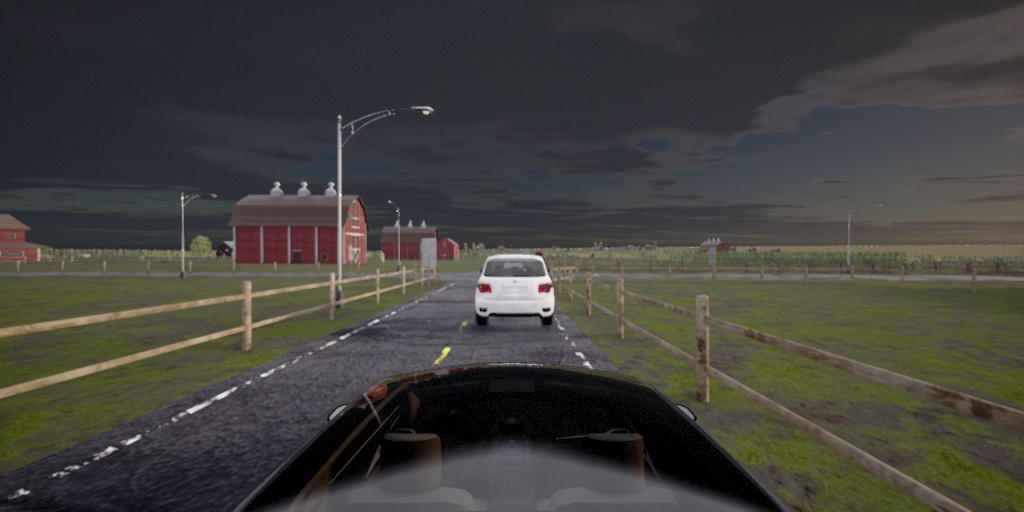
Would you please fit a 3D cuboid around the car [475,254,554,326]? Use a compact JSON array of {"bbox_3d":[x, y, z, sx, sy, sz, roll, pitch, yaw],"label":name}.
[{"bbox_3d":[0.081,0.968,11.762,2.150,2.045,5.566,0,0,0],"label":"car"}]
